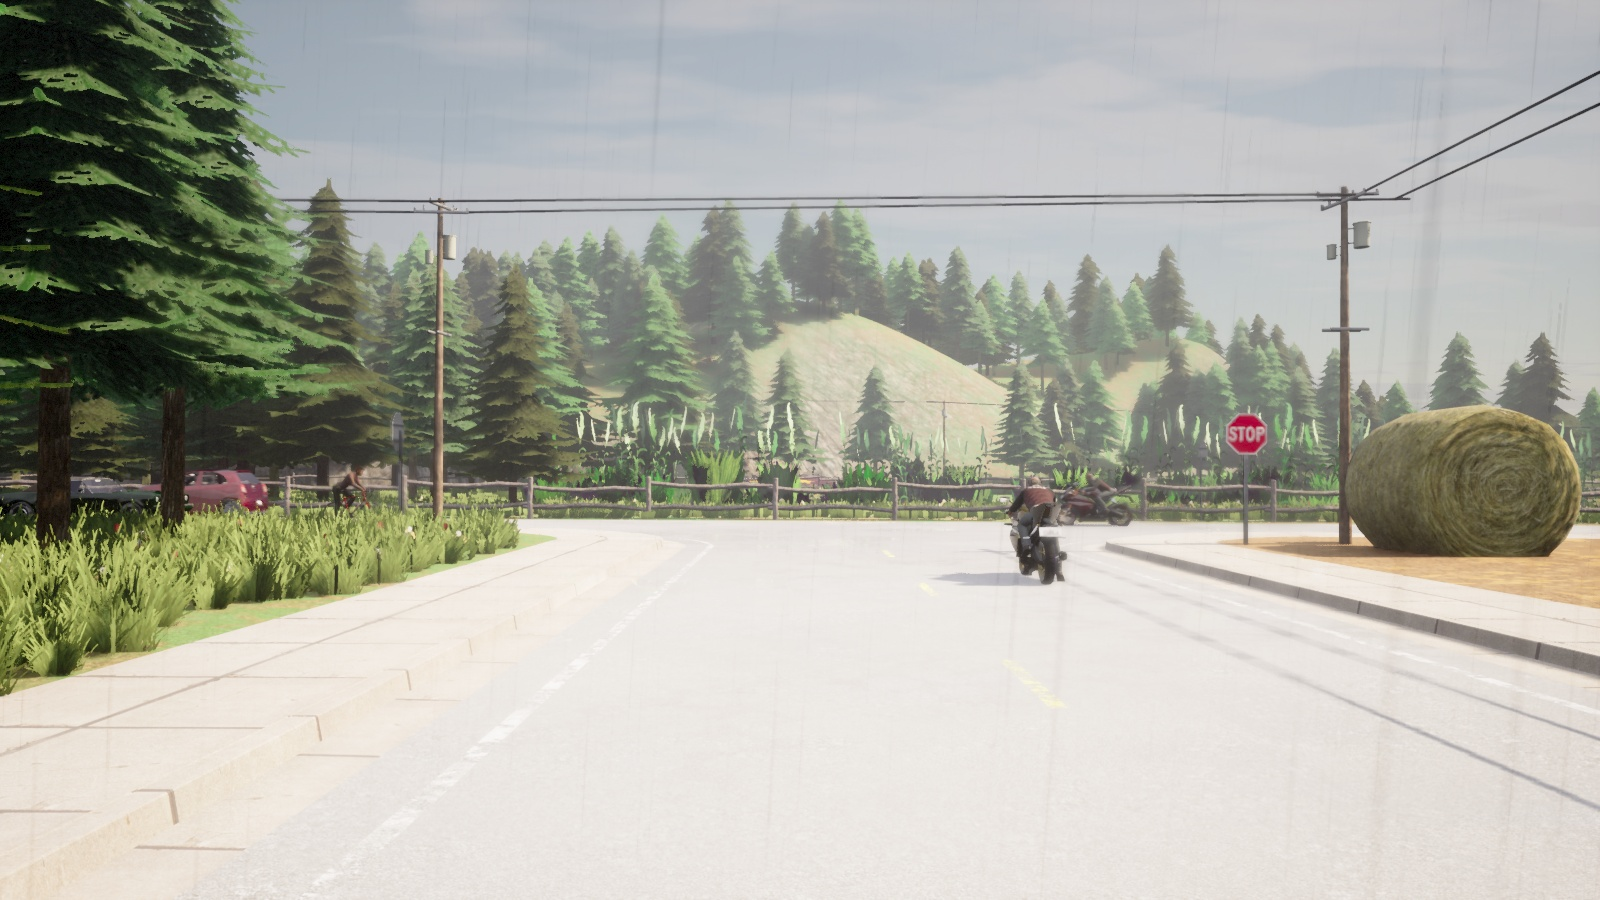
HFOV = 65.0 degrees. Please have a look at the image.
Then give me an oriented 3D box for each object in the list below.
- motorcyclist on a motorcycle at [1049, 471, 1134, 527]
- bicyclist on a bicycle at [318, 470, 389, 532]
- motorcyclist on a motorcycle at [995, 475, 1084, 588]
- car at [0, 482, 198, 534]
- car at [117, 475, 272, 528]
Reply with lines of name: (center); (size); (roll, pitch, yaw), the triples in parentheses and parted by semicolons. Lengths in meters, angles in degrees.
motorcyclist on a motorcycle: (8.244, 1.379, 35.574); (2.191, 1.530, 0.866); (0, -1, 3)
bicyclist on a bicycle: (-11.723, 1.332, 32.986); (1.656, 1.620, 0.582); (0, -1, 3)
motorcyclist on a motorcycle: (3.450, 1.143, 18.311); (0.866, 1.530, 2.191); (0, -1, 0)
car: (-18.776, 1.513, 33.294); (4.718, 1.301, 1.895); (0, -1, 2)
car: (-17.681, 1.480, 36.757); (3.633, 1.501, 1.845); (0, -1, 2)
